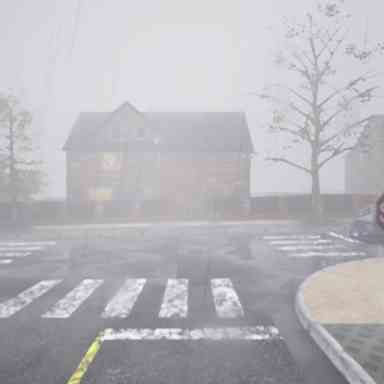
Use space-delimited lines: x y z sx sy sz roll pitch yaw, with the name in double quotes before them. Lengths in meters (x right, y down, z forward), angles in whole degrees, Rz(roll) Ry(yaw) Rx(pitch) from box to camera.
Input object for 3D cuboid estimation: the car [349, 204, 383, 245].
"car" 7.998 1.232 11.701 4.674 1.442 1.812 -1 0 -3
